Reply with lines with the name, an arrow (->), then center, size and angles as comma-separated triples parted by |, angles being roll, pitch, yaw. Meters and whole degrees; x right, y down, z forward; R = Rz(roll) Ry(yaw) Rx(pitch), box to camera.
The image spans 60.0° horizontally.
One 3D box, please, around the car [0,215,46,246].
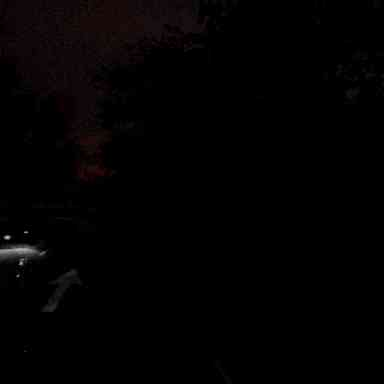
car -> -8.703, 1.869, 16.810 | 1.994, 1.385, 4.181 | 2, -1, -14
